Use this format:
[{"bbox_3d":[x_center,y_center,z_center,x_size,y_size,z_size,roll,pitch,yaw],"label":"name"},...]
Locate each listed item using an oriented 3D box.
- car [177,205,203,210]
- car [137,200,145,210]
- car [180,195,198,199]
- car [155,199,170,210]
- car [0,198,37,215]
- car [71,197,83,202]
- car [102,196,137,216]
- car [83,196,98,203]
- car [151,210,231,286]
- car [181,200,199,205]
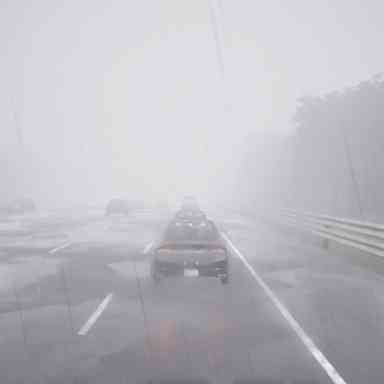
[{"bbox_3d":[-0.091,1.646,18.682,1.895,1.301,4.718,0,0,0],"label":"car"},{"bbox_3d":[-7.443,1.728,44.590,1.895,1.301,4.718,0,0,-1],"label":"car"},{"bbox_3d":[-0.435,1.383,44.535,2.150,2.045,5.566,0,0,-2],"label":"car"},{"bbox_3d":[-3.935,1.690,44.259,2.033,1.411,5.357,0,0,-1],"label":"car"},{"bbox_3d":[-17.814,1.381,34.054,2.097,1.767,4.553,0,0,-2],"label":"car"},{"bbox_3d":[-25.932,1.683,75.395,1.895,1.301,4.718,0,0,-2],"label":"car"},{"bbox_3d":[-7.203,1.428,33.630,2.097,1.767,4.553,0,0,-1],"label":"car"},{"bbox_3d":[-22.433,1.630,75.528,2.128,1.511,4.902,0,0,-2],"label":"car"},{"bbox_3d":[-0.024,1.505,9.461,2.128,1.511,4.902,0,0,0],"label":"car"},{"bbox_3d":[-0.164,1.619,25.263,2.033,1.411,5.357,0,0,-1],"label":"car"}]
